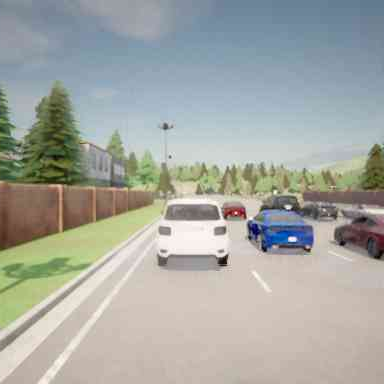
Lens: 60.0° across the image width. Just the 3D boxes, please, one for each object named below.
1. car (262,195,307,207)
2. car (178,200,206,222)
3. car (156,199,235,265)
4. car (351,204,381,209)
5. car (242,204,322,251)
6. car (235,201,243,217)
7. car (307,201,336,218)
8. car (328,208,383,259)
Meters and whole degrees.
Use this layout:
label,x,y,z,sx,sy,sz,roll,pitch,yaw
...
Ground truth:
label,x,y,z,sx,sy,sz,roll,pitch,yaw
car,7.032,1.260,26.786,2.150,2.045,5.566,0,0,0
car,0.042,1.530,27.925,2.128,1.511,4.902,0,0,0
car,0.034,1.240,11.815,2.150,2.045,5.566,0,0,1
car,14.036,1.638,27.322,1.895,1.301,4.718,0,0,0
car,3.553,1.497,14.154,1.882,1.535,5.008,0,0,0
car,3.550,1.517,29.162,1.882,1.535,5.008,0,0,0
car,10.542,1.530,27.934,2.128,1.511,4.902,0,0,0
car,7.034,1.544,12.526,1.812,1.442,4.674,0,-1,2
